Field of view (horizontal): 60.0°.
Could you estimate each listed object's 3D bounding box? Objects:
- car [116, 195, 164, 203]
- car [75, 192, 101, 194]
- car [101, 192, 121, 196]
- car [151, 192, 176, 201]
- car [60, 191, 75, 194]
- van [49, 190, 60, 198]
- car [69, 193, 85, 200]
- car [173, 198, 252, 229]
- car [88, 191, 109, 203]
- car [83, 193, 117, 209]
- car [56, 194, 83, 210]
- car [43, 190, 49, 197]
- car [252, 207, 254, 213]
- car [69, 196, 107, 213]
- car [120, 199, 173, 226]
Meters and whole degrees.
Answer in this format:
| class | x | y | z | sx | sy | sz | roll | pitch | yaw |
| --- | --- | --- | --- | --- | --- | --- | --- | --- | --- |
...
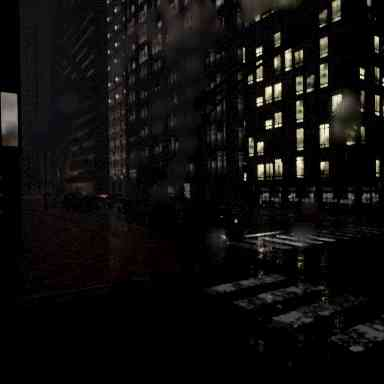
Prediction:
| class | x | y | z | sx | sy | sz | roll | pitch | yaw |
| --- | --- | --- | --- | --- | --- | --- | --- | --- | --- |
| car | -4.712 | 1.307 | 29.552 | 1.837 | 1.490 | 4.892 | -1 | 1 | -34 |
| car | -16.134 | 1.077 | 51.775 | 2.033 | 1.411 | 5.357 | -1 | 1 | -34 |
| car | -11.956 | 1.009 | 51.064 | 1.837 | 1.490 | 4.892 | -1 | 1 | -35 |
| car | -3.640 | 0.963 | 38.206 | 2.192 | 1.841 | 5.009 | -1 | 1 | -35 |
| car | -21.677 | 0.946 | 59.790 | 1.837 | 1.490 | 4.892 | -1 | 1 | -34 |
| van | -32.450 | 0.531 | 80.010 | 1.690 | 1.788 | 3.998 | -1 | 1 | -35 |
| car | -22.847 | 0.889 | 66.078 | 1.887 | 1.381 | 4.507 | -1 | 1 | -35 |
| car | 1.129 | 1.383 | 21.062 | 2.128 | 1.511 | 4.902 | -1 | 1 | -34 |
| car | -15.939 | 0.796 | 56.782 | 2.097 | 1.767 | 4.553 | -1 | 1 | -35 |
| car | -10.618 | 1.236 | 38.138 | 1.812 | 1.442 | 4.674 | -1 | 1 | -35 |
| car | -13.717 | 1.289 | 38.066 | 2.008 | 1.369 | 4.403 | -1 | 1 | -35 |
| car | -35.652 | 0.689 | 84.658 | 2.008 | 1.369 | 4.403 | -1 | 1 | -35 |
| car | 3.110 | 1.279 | 28.349 | 1.752 | 1.417 | 4.829 | -1 | 1 | -35 |
| car | -10.515 | 1.354 | 33.420 | 1.947 | 1.339 | 4.313 | -1 | 1 | -35 |
| car | -2.886 | 1.455 | 22.399 | 2.008 | 1.369 | 4.403 | -1 | 1 | -35 |
